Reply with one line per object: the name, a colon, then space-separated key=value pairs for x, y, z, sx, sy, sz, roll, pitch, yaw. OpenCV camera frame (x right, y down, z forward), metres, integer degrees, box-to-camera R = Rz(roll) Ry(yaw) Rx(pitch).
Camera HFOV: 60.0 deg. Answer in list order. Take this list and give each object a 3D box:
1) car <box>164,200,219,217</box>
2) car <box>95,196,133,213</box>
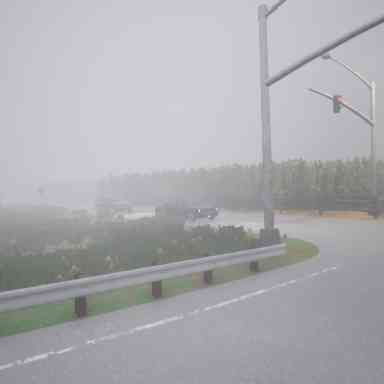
car: x=-0.405 y=1.185 z=21.994 sx=1.895 sy=1.301 sz=4.718 roll=-3 pitch=2 yaw=-41
car: x=-7.071 y=1.128 z=29.795 sx=1.837 sy=1.490 sz=4.892 roll=-3 pitch=2 yaw=-40
